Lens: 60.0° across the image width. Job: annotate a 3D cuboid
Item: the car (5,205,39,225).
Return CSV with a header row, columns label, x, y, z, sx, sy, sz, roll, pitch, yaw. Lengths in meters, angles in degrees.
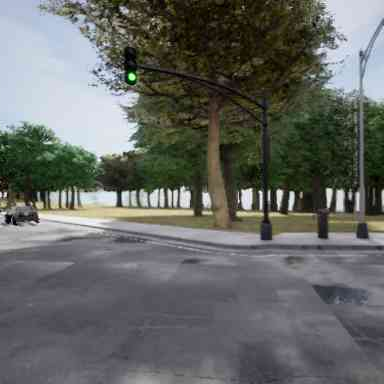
label,x,y,z,sx,sy,sz,roll,pitch,yaw
car,-15.669,2.022,30.578,2.097,1.767,4.553,-1,-1,-38
